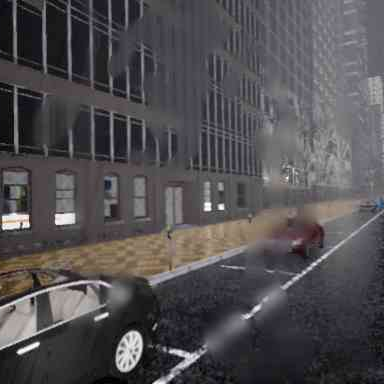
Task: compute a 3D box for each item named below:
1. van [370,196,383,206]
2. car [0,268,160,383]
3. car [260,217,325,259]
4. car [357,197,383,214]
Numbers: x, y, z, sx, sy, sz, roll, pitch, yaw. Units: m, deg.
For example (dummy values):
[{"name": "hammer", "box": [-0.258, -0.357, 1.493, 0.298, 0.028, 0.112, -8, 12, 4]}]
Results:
[{"name": "van", "box": [25.765, 1.407, 46.504, 1.690, 1.788, 3.998, -1, -1, 33]}, {"name": "car", "box": [-2.135, 1.635, 3.535, 2.008, 1.369, 4.403, -2, -1, 33]}, {"name": "car", "box": [4.066, 1.665, 13.082, 1.802, 1.307, 4.206, -2, -1, 33]}, {"name": "car", "box": [19.568, 1.628, 36.953, 2.008, 1.369, 4.403, -2, -1, 33]}]
